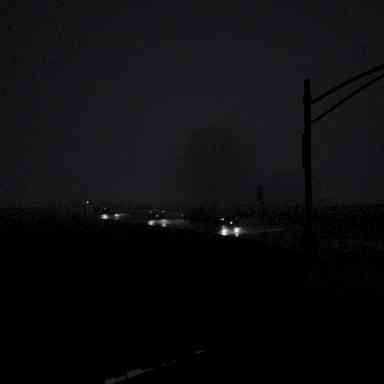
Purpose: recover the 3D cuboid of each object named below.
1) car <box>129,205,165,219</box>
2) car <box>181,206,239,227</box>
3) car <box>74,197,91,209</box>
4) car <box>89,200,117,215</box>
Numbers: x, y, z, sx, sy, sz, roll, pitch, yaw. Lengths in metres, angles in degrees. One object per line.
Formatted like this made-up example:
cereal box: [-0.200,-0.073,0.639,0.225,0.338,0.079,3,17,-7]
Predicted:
car: [-4.646,2.030,34.000,1.895,1.301,4.718,-1,0,-35]
car: [1.233,1.838,25.801,2.033,1.411,5.357,-1,0,-36]
car: [-20.415,2.027,62.271,2.150,2.045,5.566,-1,0,-36]
car: [-11.404,2.094,43.424,1.837,1.490,4.892,-1,0,-35]
